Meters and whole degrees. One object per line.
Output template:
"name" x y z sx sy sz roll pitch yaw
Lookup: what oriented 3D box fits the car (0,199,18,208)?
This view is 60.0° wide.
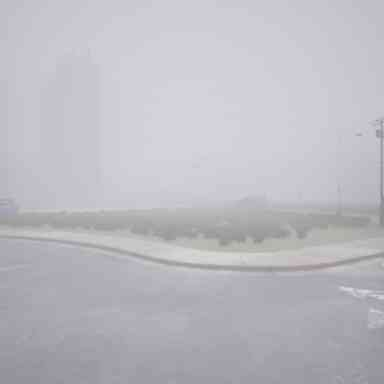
"car" -19.215 1.517 34.154 2.242 1.667 4.611 1 0 -36

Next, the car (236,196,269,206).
"car" 9.048 1.553 50.404 2.150 2.045 5.566 1 -1 -35
